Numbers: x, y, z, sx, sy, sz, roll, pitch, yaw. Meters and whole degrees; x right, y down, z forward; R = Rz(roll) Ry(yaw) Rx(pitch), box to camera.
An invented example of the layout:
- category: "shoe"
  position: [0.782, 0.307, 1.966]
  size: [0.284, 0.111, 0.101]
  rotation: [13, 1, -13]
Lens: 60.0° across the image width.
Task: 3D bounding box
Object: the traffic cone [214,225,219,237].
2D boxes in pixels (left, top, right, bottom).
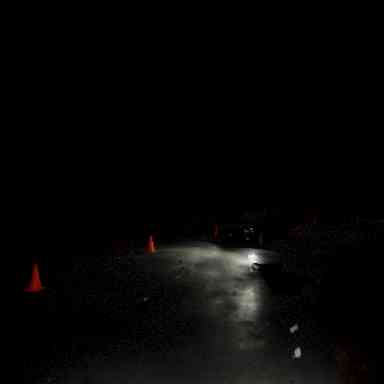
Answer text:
- category: "traffic cone"
  position: [1.286, 2.018, 17.394]
  size: [0.340, 0.580, 0.340]
  rotation: [0, 0, 37]

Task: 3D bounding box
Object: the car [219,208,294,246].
- category: "car"
  position: [3.229, 1.557, 16.012]
  size: [1.882, 1.535, 5.008]
  rotation: [0, 0, 39]

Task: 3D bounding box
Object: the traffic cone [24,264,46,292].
- category: "traffic cone"
  position: [-3.614, 1.955, 7.683]
  size: [0.340, 0.580, 0.340]
  rotation: [0, 0, 17]

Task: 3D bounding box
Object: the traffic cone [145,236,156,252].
- category: "traffic cone"
  position: [-1.584, 1.983, 12.751]
  size: [0.340, 0.580, 0.340]
  rotation: [0, 0, 27]

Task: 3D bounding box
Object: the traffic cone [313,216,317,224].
- category: "traffic cone"
  position: [9.182, 2.106, 24.875]
  size: [0.340, 0.580, 0.340]
  rotation: [1, 0, -34]

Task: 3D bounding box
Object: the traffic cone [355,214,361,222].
- category: "traffic cone"
  position: [13.692, 2.154, 27.491]
  size: [0.340, 0.580, 0.340]
  rotation: [1, 0, -29]
